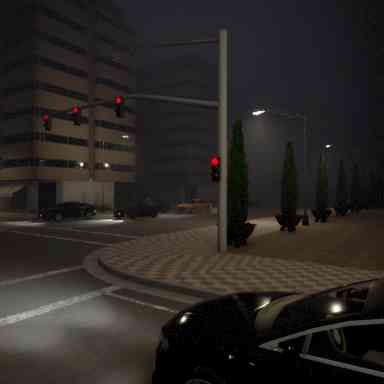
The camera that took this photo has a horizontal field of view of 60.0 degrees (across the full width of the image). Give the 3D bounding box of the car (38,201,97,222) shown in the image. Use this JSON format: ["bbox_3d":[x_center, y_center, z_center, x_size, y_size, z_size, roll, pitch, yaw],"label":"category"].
[{"bbox_3d":[-10.226,1.560,27.528,1.837,1.490,4.892,0,0,35],"label":"car"}]

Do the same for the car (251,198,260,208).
[{"bbox_3d":[7.937,1.547,47.136,2.128,1.511,4.902,0,0,35],"label":"car"}]

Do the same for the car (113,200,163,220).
[{"bbox_3d":[-4.851,1.619,29.072,1.994,1.385,4.181,0,0,35],"label":"car"}]

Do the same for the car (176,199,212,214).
[{"bbox_3d":[0.299,1.533,36.358,1.882,1.535,5.008,0,0,35],"label":"car"}]

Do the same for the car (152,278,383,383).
[{"bbox_3d":[1.834,1.492,2.665,4.902,1.511,2.128,0,0,36],"label":"car"}]

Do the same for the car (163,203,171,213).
[{"bbox_3d":[-4.513,1.602,35.616,2.033,1.411,5.357,0,0,35],"label":"car"}]
